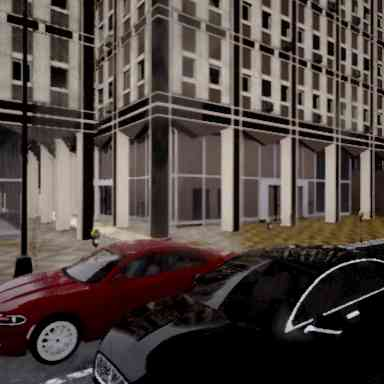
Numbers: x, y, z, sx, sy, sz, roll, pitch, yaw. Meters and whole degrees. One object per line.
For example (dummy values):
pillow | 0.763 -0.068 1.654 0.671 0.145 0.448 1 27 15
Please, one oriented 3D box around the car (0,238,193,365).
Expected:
car | -1.030 1.550 5.822 4.507 1.381 1.887 0 0 -35

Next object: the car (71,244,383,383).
car | 1.243 1.512 4.261 4.892 1.490 1.837 0 0 -36
